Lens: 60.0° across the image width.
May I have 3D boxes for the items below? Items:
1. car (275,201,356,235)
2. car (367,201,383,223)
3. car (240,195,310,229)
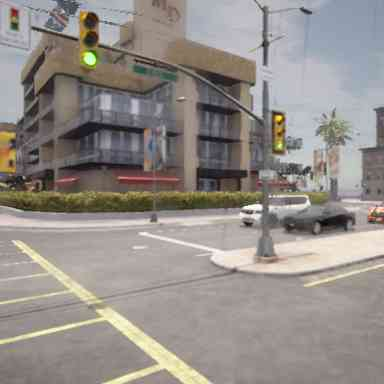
[{"bbox_3d":[7.317,1.465,18.951,5.008,1.535,1.882,0,0,-35],"label":"car"},{"bbox_3d":[14.751,1.332,24.262,4.553,1.767,2.097,0,0,-35],"label":"car"},{"bbox_3d":[5.718,1.208,22.096,5.566,2.045,2.150,0,0,-35],"label":"car"}]
